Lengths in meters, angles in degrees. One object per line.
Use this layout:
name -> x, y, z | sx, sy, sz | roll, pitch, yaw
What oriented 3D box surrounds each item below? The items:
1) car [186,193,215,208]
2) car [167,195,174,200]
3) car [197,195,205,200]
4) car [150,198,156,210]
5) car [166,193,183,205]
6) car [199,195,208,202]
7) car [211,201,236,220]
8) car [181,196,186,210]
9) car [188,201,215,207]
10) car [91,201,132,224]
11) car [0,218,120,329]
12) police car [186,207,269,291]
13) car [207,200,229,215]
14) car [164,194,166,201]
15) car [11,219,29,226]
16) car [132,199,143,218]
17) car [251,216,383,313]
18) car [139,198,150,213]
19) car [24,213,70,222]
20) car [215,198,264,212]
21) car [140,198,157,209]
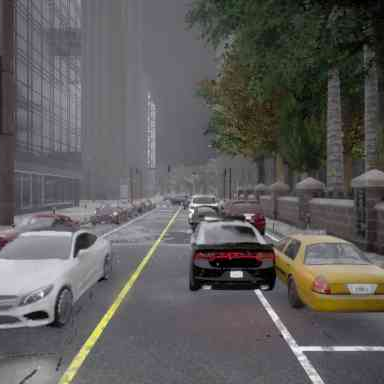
car -> 0.834, 1.231, 25.087 | 2.150, 2.045, 5.566 | 0, 0, 0
car -> -6.013, 1.637, 93.969 | 1.802, 1.307, 4.206 | 0, 0, 0
car -> 2.512, 1.606, 93.992 | 2.008, 1.369, 4.403 | 0, 0, 0
car -> -5.870, 1.454, 40.230 | 1.967, 1.590, 4.097 | 0, 0, 0
car -> -1.764, 1.372, 54.998 | 2.097, 1.767, 4.553 | 1, 0, -38
car -> 2.556, 1.480, 77.680 | 1.967, 1.590, 4.097 | 0, 0, 0
car -> 2.684, 1.534, 29.511 | 1.752, 1.417, 4.829 | 0, 0, 0
car -> -0.117, 1.541, 43.907 | 1.812, 1.442, 4.674 | 0, 0, 0
car -> 0.849, 1.511, 19.057 | 1.837, 1.490, 4.892 | 0, 0, 0
car -> -5.826, 1.446, 23.859 | 1.967, 1.590, 4.097 | 0, 0, 0
car -> -3.019, 1.526, 7.087 | 1.812, 1.442, 4.674 | 0, 0, 0
police car -> 0.876, 1.427, 9.167 | 1.930, 1.638, 5.238 | 0, 0, 0
car -> 2.670, 1.577, 34.798 | 1.947, 1.339, 4.313 | 0, 0, 0
car -> -5.984, 1.360, 83.095 | 2.192, 1.841, 5.009 | 0, 0, 0
car -> -5.783, 1.545, 7.488 | 1.887, 1.381, 4.507 | 0, 0, 0
car -> -5.841, 1.559, 29.316 | 2.008, 1.369, 4.403 | 0, 0, 0
car -> 2.742, 1.526, 7.685 | 1.752, 1.417, 4.829 | 0, 0, 0
car -> -5.855, 1.556, 34.773 | 1.887, 1.381, 4.507 | 0, 0, 0
car -> -5.797, 1.547, 12.945 | 1.887, 1.381, 4.507 | 0, 0, 0
car -> 2.713, 1.319, 18.428 | 2.192, 1.841, 5.009 | 0, 0, 0
car -> -5.884, 1.542, 45.517 | 1.752, 1.417, 4.829 | 0, 0, 0
